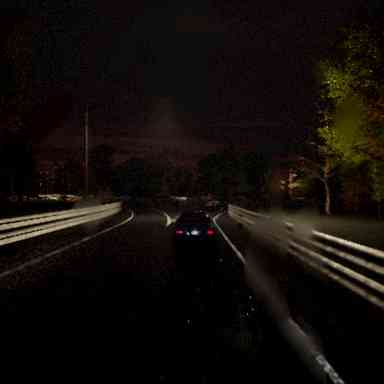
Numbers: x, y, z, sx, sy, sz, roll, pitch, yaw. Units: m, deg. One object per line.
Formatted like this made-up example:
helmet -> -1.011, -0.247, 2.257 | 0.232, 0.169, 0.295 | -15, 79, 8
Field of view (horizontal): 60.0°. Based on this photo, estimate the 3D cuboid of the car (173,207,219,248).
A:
car -> 0.107, 1.636, 15.301 | 2.033, 1.411, 5.357 | 0, -1, 0

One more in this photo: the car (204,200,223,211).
car -> 2.814, 1.841, 43.457 | 2.128, 1.511, 4.902 | 0, 0, 14
